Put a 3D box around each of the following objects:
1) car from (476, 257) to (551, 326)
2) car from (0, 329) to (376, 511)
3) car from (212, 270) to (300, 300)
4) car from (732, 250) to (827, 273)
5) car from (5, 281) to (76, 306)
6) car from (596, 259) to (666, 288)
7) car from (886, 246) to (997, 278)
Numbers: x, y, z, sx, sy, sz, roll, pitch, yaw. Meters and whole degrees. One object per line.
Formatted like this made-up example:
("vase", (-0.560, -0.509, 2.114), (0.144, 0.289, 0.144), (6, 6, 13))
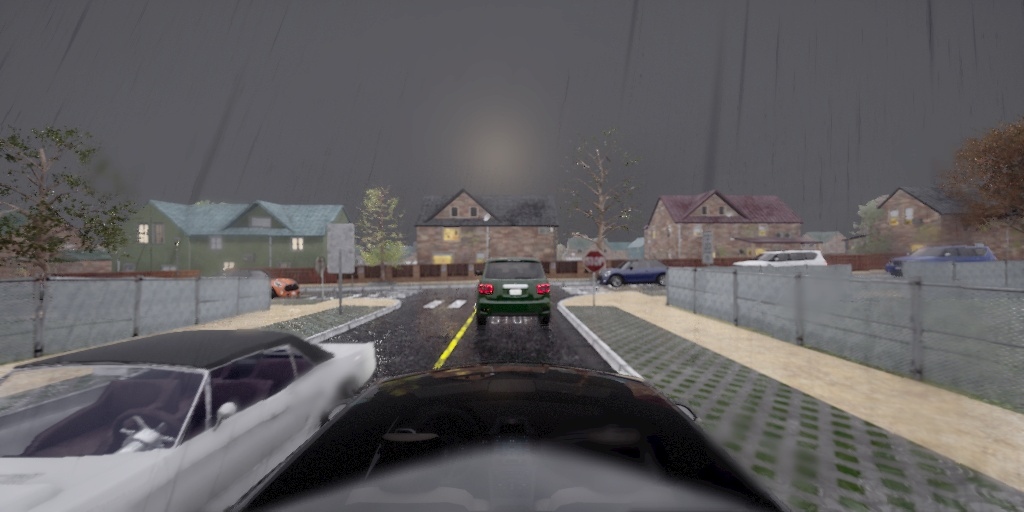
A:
("car", (-0.057, 1.067, 12.221), (2.150, 2.045, 5.566), (0, 0, -3))
("car", (-2.796, 1.359, 2.626), (1.895, 1.301, 4.718), (0, -1, 1))
("car", (-14.670, 1.593, 20.396), (4.553, 1.767, 2.097), (-1, 0, 0))
("car", (17.257, 0.693, 23.361), (5.566, 2.045, 2.150), (-1, 0, 0))
("car", (-26.016, 2.074, 20.392), (4.181, 1.385, 1.994), (-1, 0, 0))
("car", (7.752, 1.048, 23.132), (4.553, 1.767, 2.097), (-1, 0, -3))
("car", (27.923, 0.442, 23.366), (5.566, 2.045, 2.150), (-1, 0, 0))
